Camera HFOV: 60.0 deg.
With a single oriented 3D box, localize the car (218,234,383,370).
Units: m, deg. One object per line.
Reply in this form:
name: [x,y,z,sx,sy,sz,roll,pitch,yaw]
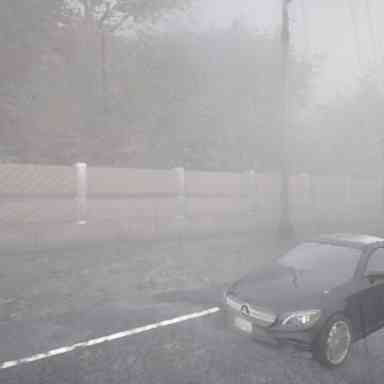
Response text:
car: [2.591,1.514,5.812,4.674,1.442,1.812,0,0,-35]
